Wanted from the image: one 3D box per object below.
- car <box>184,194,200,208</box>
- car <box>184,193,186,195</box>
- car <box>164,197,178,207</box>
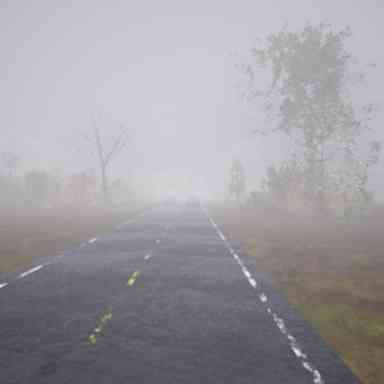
[{"bbox_3d":[0.089,1.416,45.953,1.994,1.385,4.181,0,0,0],"label":"car"},{"bbox_3d":[0.085,1.147,63.531,2.097,1.767,4.553,0,0,0],"label":"car"},{"bbox_3d":[-3.080,1.388,49.528,2.033,1.411,5.357,0,0,0],"label":"car"}]
